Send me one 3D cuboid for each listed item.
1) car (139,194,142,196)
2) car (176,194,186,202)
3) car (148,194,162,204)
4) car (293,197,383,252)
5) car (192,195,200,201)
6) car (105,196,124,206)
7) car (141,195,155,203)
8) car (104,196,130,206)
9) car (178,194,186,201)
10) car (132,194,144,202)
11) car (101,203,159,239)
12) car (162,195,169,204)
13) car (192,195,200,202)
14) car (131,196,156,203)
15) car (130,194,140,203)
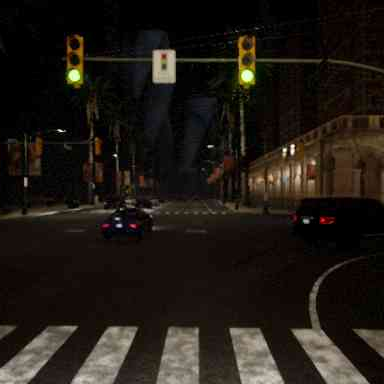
[{"bbox_3d":[-9.730,1.590,62.332,1.895,1.301,4.718,0,0,1],"label":"car"},{"bbox_3d":[-2.558,1.367,75.566,2.097,1.767,4.553,0,0,0],"label":"car"},{"bbox_3d":[-6.352,1.522,53.549,1.812,1.442,4.674,0,0,1],"label":"car"},{"bbox_3d":[6.862,1.243,14.075,5.566,2.045,2.150,0,-1,-26],"label":"car"},{"bbox_3d":[0.961,1.563,85.605,2.033,1.411,5.357,0,0,0],"label":"car"},{"bbox_3d":[-13.000,1.492,56.092,2.161,1.482,4.786,0,0,0],"label":"car"},{"bbox_3d":[-9.577,1.513,72.776,2.128,1.511,4.902,0,0,1],"label":"car"},{"bbox_3d":[-10.044,1.336,43.629,2.097,1.767,4.553,0,0,1],"label":"car"},{"bbox_3d":[-2.539,1.369,85.639,2.097,1.767,4.553,0,0,0],"label":"car"},{"bbox_3d":[-12.651,1.339,78.021,2.185,1.767,4.553,0,0,0],"label":"car"},{"bbox_3d":[-3.198,1.543,17.275,2.033,1.411,5.357,0,0,1],"label":"car"},{"bbox_3d":[-6.215,1.546,63.441,2.033,1.411,5.357,0,0,1],"label":"car"},{"bbox_3d":[0.940,1.616,75.424,1.895,1.301,4.718,0,0,0],"label":"car"},{"bbox_3d":[-6.521,1.558,44.957,1.994,1.385,4.181,0,0,1],"label":"car"},{"bbox_3d":[-9.871,1.512,52.398,1.812,1.442,4.674,0,0,1],"label":"car"}]
